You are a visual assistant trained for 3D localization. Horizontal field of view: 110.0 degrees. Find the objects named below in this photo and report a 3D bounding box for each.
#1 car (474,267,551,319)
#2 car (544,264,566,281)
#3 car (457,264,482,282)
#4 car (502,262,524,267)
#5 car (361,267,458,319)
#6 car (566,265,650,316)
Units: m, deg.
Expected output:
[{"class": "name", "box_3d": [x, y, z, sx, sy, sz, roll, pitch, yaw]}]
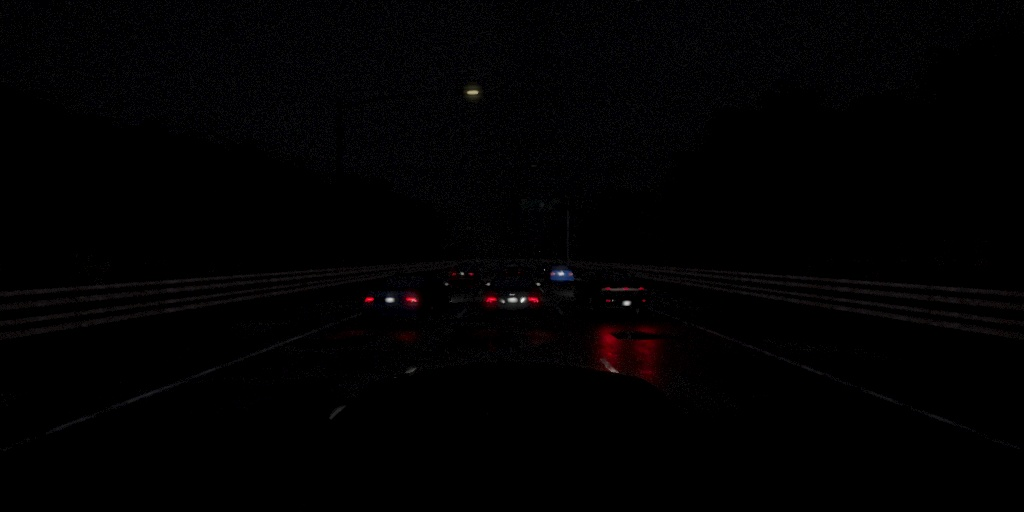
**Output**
[{"class": "car", "box_3d": [0.045, 1.302, 12.716, 2.033, 1.411, 5.357, 0, 0, 1]}, {"class": "car", "box_3d": [3.545, 1.317, 27.729, 2.033, 1.411, 5.357, 0, 0, 1]}, {"class": "car", "box_3d": [-3.454, 1.317, 27.732, 2.033, 1.411, 5.357, 0, 0, 1]}, {"class": "car", "box_3d": [0.076, 1.301, 32.431, 1.812, 1.442, 4.674, 0, 0, 0]}, {"class": "car", "box_3d": [-3.454, 1.302, 12.731, 2.033, 1.411, 5.357, 0, 0, 1]}, {"class": "car", "box_3d": [3.551, 1.247, 13.471, 2.128, 1.511, 4.902, 0, 0, 0]}]
